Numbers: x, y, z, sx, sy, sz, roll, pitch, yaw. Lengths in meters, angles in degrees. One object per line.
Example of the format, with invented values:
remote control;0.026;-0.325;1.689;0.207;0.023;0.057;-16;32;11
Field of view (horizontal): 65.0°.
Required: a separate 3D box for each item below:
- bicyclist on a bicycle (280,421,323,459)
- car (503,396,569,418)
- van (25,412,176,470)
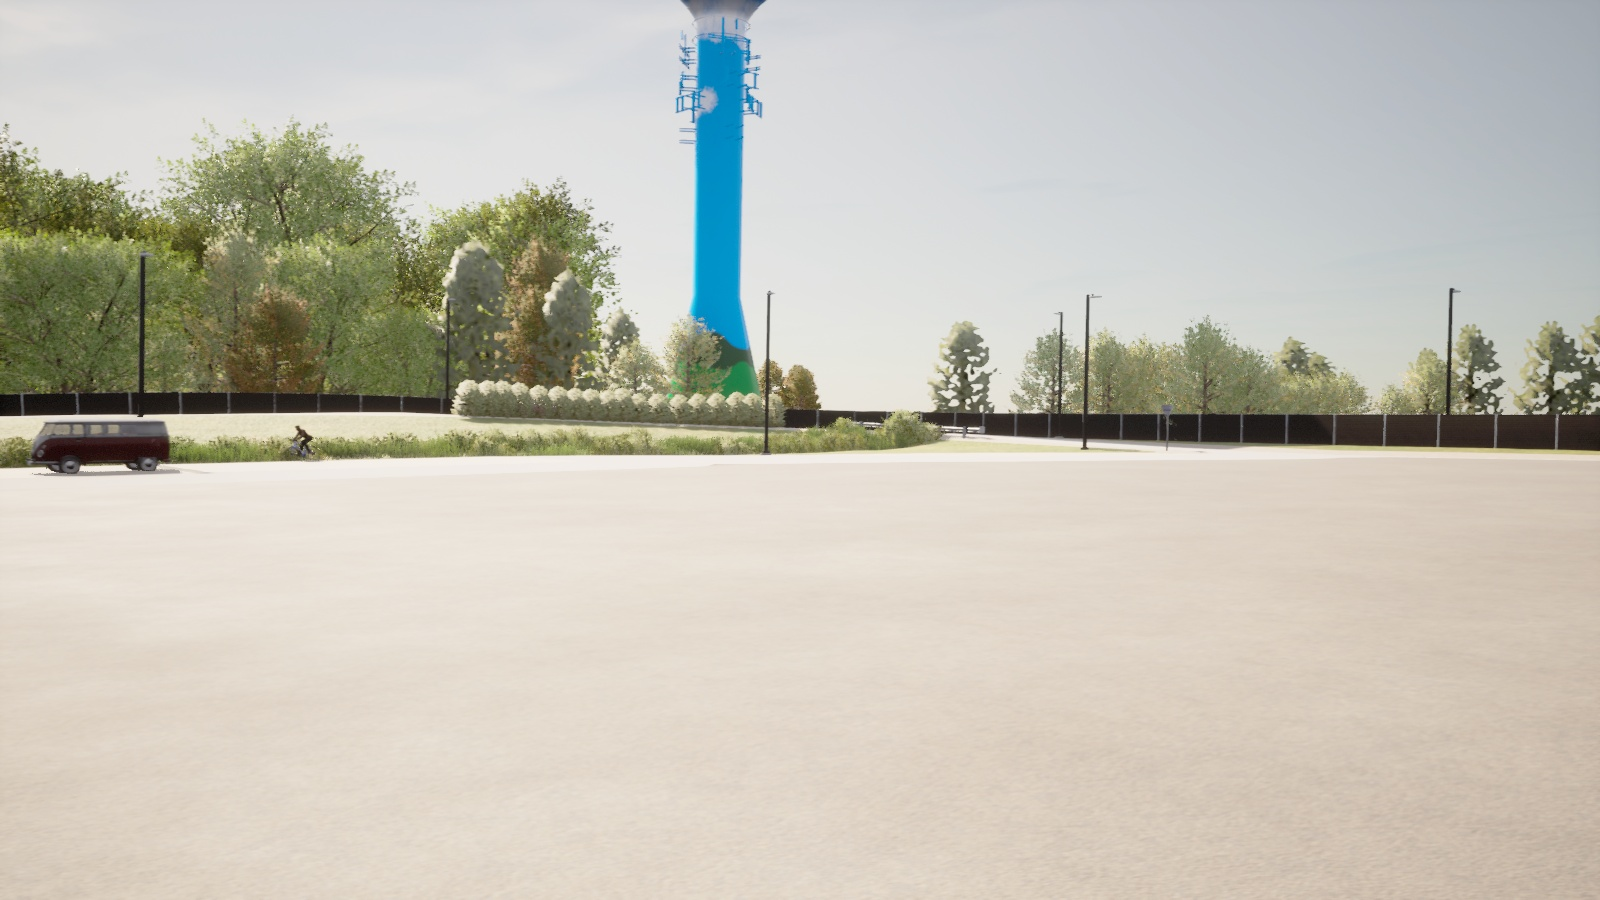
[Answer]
bicyclist on a bicycle;-21.941;-0.451;55.282;0.582;1.620;1.656;-3;-1;39
car;-19.204;-3.132;91.435;4.181;1.385;1.994;2;0;-31
van;-25.280;-0.374;45.484;4.442;1.987;1.775;-1;3;-44
